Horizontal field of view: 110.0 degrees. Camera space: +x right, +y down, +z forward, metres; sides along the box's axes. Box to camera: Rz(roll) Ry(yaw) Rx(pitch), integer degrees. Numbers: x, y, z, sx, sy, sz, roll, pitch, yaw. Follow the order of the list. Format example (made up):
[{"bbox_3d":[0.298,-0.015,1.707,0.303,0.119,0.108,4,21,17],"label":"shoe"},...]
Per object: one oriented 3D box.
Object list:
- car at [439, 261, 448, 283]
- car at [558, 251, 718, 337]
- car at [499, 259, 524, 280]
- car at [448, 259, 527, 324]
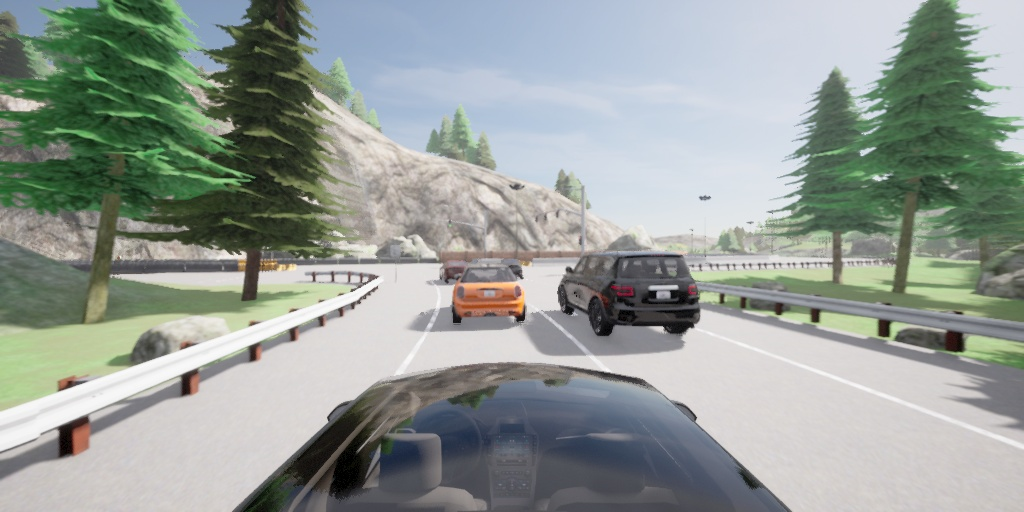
[{"bbox_3d":[-4.088,1.035,25.772,1.882,1.535,5.008,0,0,-17],"label":"car"},{"bbox_3d":[2.897,0.883,10.168,2.150,2.045,5.566,0,1,-6],"label":"car"},{"bbox_3d":[-0.122,1.013,29.311,1.837,1.490,4.892,-2,0,-2],"label":"car"},{"bbox_3d":[-0.852,1.016,11.840,2.097,1.767,4.553,0,1,-7],"label":"car"}]
